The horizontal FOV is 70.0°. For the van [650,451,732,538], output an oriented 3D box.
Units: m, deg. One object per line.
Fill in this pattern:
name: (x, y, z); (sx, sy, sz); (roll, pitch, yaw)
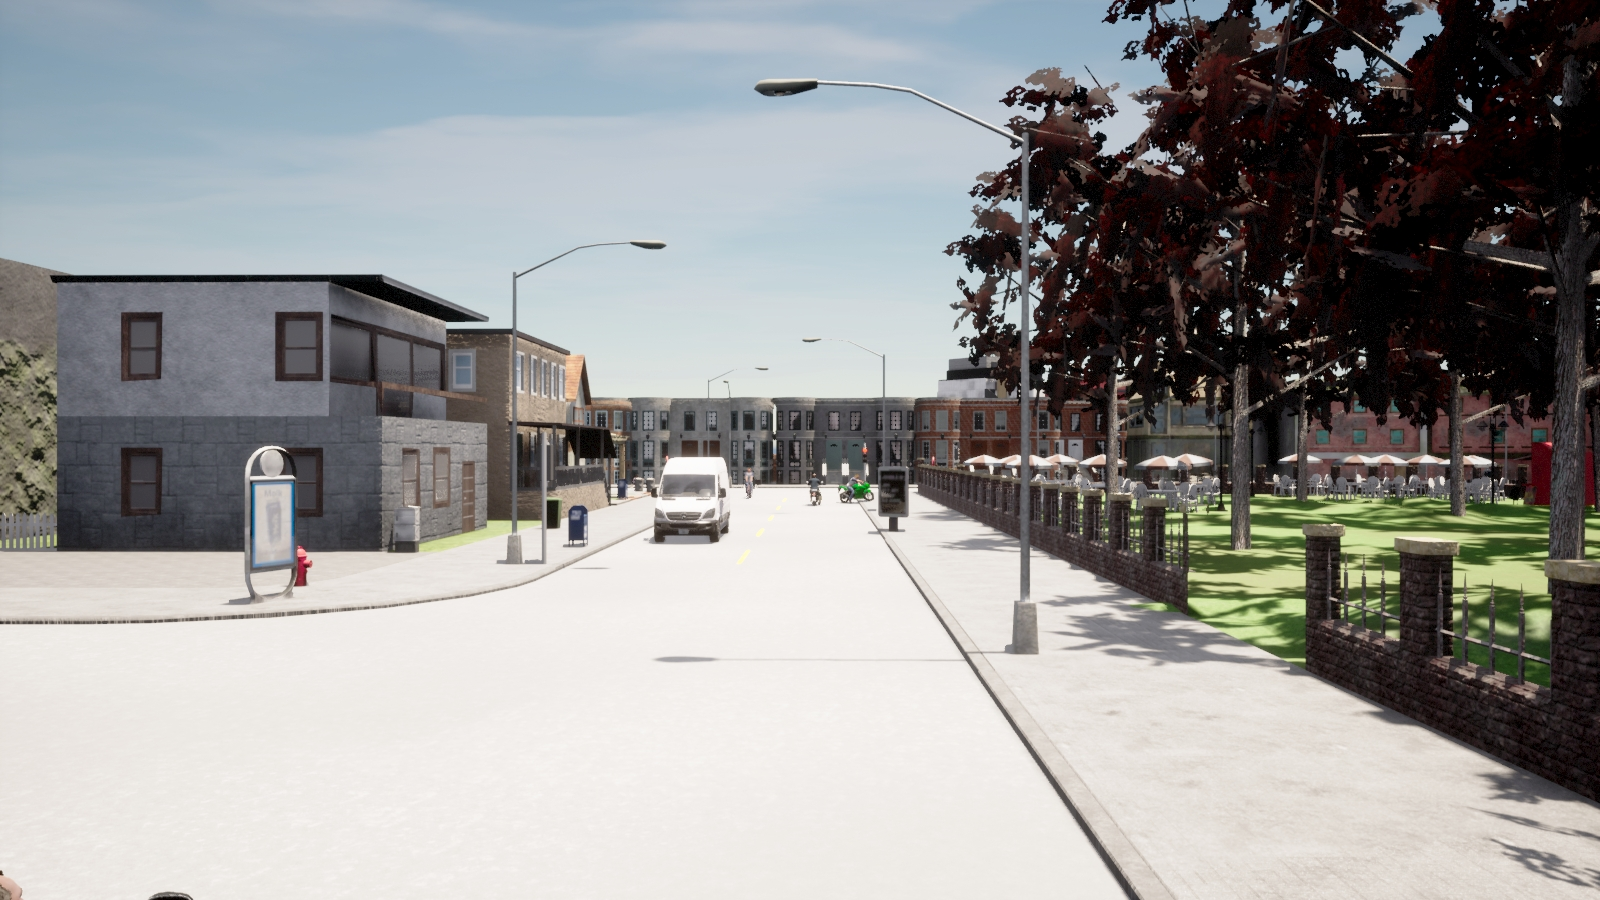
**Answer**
van: (-3.393, 1.314, 36.728); (1.988, 2.561, 5.915); (0, 0, 1)

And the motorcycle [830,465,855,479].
motorcycle: (3.779, 1.939, 101.151); (2.033, 1.145, 0.803); (-5, -2, 27)

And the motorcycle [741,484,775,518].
motorcycle: (-1.677, 1.985, 45.065); (0.867, 1.251, 2.209); (0, 0, -15)
